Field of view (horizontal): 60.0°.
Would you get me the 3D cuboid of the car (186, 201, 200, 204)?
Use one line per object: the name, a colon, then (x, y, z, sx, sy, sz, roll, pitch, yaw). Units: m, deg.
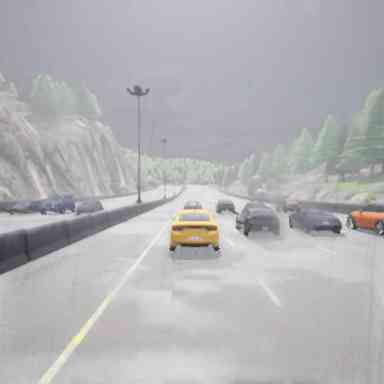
car: (0.090, 1.607, 32.924, 2.033, 1.411, 5.357, 0, 0, 0)

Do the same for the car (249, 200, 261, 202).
car: (7.089, 1.632, 37.411, 1.994, 1.385, 4.181, 0, 0, 0)

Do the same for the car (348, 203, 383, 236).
car: (10.592, 1.385, 18.591, 2.097, 1.767, 4.553, 0, 0, 0)

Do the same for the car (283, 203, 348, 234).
car: (7.093, 1.600, 19.641, 1.994, 1.385, 4.181, 0, 0, 0)

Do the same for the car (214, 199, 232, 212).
car: (3.589, 1.572, 36.488, 1.837, 1.490, 4.892, 0, 0, 0)

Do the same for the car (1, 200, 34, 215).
car: (-17.607, 1.611, 35.454, 2.033, 1.411, 5.357, 0, 0, 0)

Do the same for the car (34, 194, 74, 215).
car: (-14.107, 1.286, 35.345, 2.150, 2.045, 5.566, 0, 0, 0)

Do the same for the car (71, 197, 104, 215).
car: (-10.606, 1.568, 34.786, 1.837, 1.490, 4.892, 0, 0, 0)

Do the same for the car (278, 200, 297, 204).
car: (10.588, 1.593, 36.558, 1.812, 1.442, 4.674, 0, 0, 0)

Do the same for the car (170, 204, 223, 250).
car: (0.095, 1.504, 14.400, 1.882, 1.535, 5.008, 0, 0, 0)

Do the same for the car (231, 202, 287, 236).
car: (3.594, 1.540, 18.741, 1.837, 1.490, 4.892, 0, 0, 0)
